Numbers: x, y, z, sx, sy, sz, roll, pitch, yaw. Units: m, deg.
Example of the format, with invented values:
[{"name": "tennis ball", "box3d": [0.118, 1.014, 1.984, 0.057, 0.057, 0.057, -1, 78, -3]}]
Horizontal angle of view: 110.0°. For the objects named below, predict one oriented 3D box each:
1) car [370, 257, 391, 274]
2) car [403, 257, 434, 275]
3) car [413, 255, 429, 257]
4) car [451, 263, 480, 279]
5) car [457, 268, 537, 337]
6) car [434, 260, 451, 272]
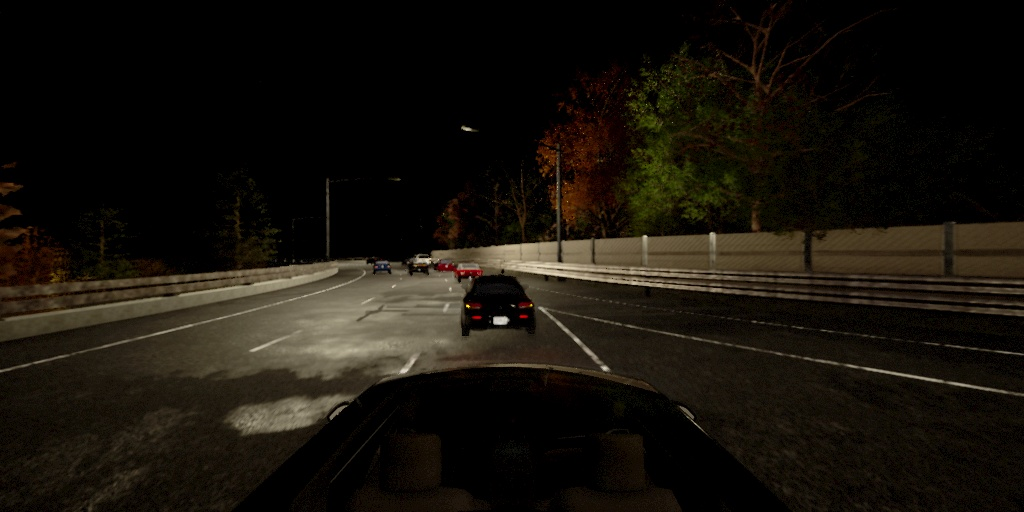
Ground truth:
[{"name": "car", "box3d": [-14.439, 1.174, 39.818, 2.033, 1.411, 5.357, 0, 0, -21]}, {"name": "car", "box3d": [-9.689, 1.119, 36.805, 2.128, 1.511, 4.902, 0, 0, -19]}, {"name": "car", "box3d": [-14.355, 0.783, 55.817, 2.150, 2.045, 5.566, 0, 0, -28]}, {"name": "car", "box3d": [-3.418, 1.251, 27.690, 1.895, 1.301, 4.718, 0, 0, -13]}, {"name": "car", "box3d": [-0.449, 1.242, 10.128, 1.812, 1.442, 4.674, 0, 0, -5]}, {"name": "car", "box3d": [-8.195, 1.163, 42.805, 1.994, 1.385, 4.181, 0, 0, -21]}]
